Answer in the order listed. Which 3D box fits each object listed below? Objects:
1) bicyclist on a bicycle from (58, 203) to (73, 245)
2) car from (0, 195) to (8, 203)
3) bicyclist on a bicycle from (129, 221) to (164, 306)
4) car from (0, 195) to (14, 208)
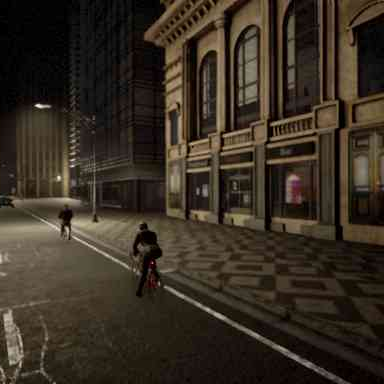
[{"bbox_3d":[-5.563,1.378,14.566,0.659,1.776,1.843,0,0,-31],"label":"bicyclist on a bicycle"},{"bbox_3d":[-38.313,1.390,66.776,2.128,1.511,4.902,0,0,-31],"label":"car"},{"bbox_3d":[-0.970,1.455,7.001,0.582,1.620,1.656,0,0,-31],"label":"bicyclist on a bicycle"},{"bbox_3d":[-26.408,1.510,47.274,2.033,1.411,5.357,0,0,-31],"label":"car"}]
